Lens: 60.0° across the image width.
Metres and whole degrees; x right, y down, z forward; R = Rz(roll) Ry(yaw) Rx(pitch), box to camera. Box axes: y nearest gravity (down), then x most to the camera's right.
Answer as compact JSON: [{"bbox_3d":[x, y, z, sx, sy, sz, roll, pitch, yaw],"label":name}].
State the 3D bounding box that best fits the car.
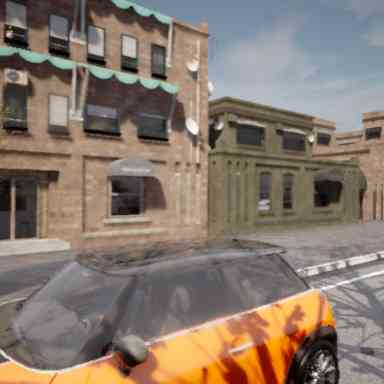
[{"bbox_3d":[-0.618,1.352,3.242,4.553,1.767,2.097,0,0,-35],"label":"car"}]
